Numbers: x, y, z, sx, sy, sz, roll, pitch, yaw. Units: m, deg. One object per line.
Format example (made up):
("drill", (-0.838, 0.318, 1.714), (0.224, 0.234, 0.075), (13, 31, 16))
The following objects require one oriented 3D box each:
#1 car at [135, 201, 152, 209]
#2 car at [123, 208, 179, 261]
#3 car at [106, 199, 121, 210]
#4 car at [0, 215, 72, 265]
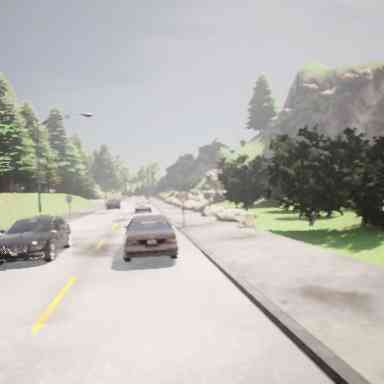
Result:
("car", (-5.750, 1.739, 39.047), (1.895, 1.301, 4.718), (-2, 0, -9))
("car", (-1.610, 1.582, 12.601), (2.033, 1.411, 5.357), (-2, 0, -9))
("car", (-11.568, 1.808, 49.250), (1.882, 1.535, 5.008), (-2, 0, -9))
("car", (-5.913, 1.693, 12.759), (1.837, 1.490, 4.892), (-2, 0, -9))
